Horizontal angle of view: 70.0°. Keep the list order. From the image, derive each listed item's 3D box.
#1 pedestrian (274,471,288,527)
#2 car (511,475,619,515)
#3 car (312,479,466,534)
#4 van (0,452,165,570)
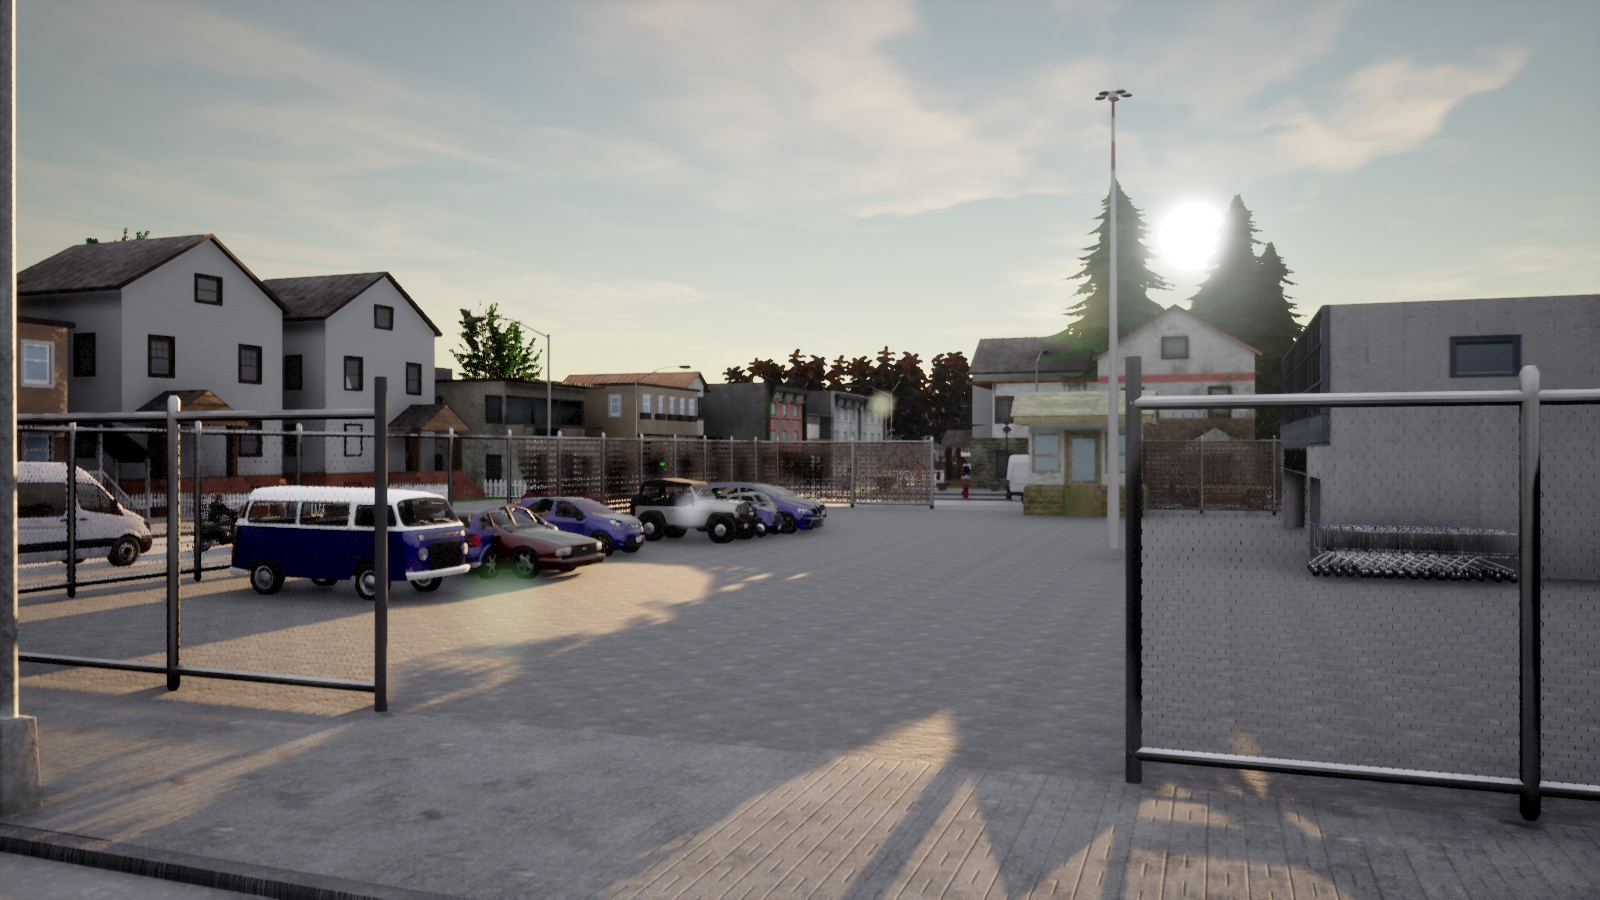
[{"bbox_3d":[-17.462,1.637,38.455,0.375,1.860,0.375,0,0,-14],"label":"pedestrian"},{"bbox_3d":[-9.823,1.849,48.287,2.231,1.480,4.892,0,0,20],"label":"car"},{"bbox_3d":[-13.544,1.822,38.059,2.097,1.535,5.006,0,0,20],"label":"car"},{"bbox_3d":[-17.854,1.322,26.182,1.988,2.561,5.915,0,0,20],"label":"van"}]
